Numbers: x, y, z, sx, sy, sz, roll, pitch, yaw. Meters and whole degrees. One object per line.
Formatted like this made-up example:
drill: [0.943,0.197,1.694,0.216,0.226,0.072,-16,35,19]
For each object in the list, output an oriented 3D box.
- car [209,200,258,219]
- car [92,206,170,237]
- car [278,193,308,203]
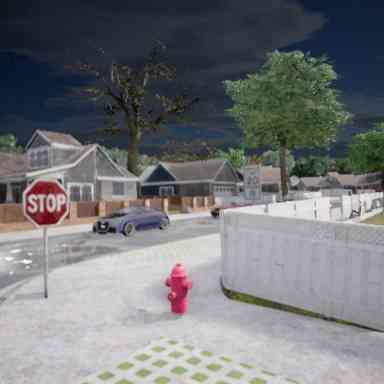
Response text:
car: [3.292,1.301,25.561,1.895,1.301,4.718,-2,-1,36]
car: [-2.999,1.395,17.021,1.994,1.385,4.181,-2,0,34]
car: [11.037,0.898,36.098,2.097,1.767,4.553,-2,-1,36]
